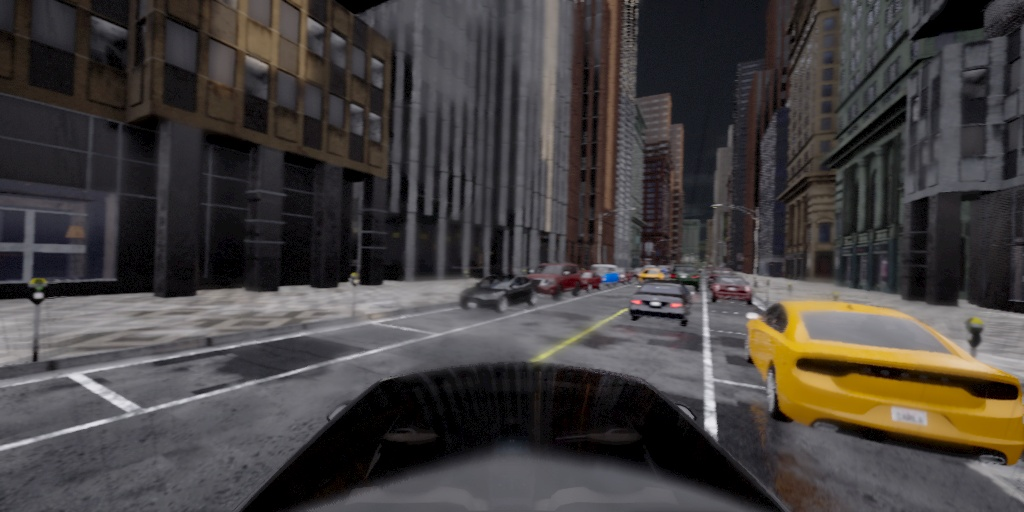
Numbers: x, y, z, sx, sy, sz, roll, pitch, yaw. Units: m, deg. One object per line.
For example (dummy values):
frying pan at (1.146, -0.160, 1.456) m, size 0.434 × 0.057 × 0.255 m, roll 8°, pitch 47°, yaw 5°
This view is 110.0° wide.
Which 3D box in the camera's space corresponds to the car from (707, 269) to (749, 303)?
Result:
car at (12.432, 1.805, 20.522) m, size 1.967 × 1.591 × 4.097 m, roll 0°, pitch 0°, yaw 28°

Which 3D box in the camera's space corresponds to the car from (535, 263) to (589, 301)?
car at (2.261, 1.304, 19.543) m, size 2.192 × 1.841 × 5.009 m, roll 0°, pitch 0°, yaw 28°

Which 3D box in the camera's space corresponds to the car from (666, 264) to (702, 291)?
car at (14.502, 1.745, 30.026) m, size 2.150 × 2.045 × 5.566 m, roll 2°, pitch -1°, yaw 28°

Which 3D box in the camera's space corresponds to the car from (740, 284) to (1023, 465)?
car at (4.955, 1.440, 5.607) m, size 1.882 × 1.535 × 5.008 m, roll 2°, pitch -1°, yaw 28°

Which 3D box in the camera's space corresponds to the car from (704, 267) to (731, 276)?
car at (17.722, 1.959, 30.473) m, size 2.192 × 1.841 × 5.009 m, roll 0°, pitch 0°, yaw 28°

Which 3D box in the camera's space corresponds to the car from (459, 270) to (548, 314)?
car at (-0.384, 1.416, 14.567) m, size 1.948 × 1.339 × 4.313 m, roll 0°, pitch 0°, yaw 28°

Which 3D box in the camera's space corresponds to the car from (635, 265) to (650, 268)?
car at (15.486, 2.127, 44.421) m, size 1.967 × 1.591 × 4.097 m, roll 0°, pitch 0°, yaw 28°

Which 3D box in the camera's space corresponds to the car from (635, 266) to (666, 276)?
car at (13.858, 2.027, 35.590) m, size 1.882 × 1.535 × 5.008 m, roll 2°, pitch -1°, yaw 28°

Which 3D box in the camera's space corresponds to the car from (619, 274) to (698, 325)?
car at (5.674, 1.605, 13.441) m, size 2.033 × 1.411 × 5.357 m, roll 2°, pitch -1°, yaw 28°

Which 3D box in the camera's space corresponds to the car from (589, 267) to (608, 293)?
car at (4.906, 1.674, 24.519) m, size 1.888 × 1.381 × 4.507 m, roll 0°, pitch 0°, yaw 28°

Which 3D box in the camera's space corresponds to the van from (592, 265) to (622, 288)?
van at (7.551, 1.609, 29.494) m, size 1.690 × 1.789 × 3.998 m, roll 0°, pitch 0°, yaw 28°

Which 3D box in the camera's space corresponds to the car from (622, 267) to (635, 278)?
car at (10.196, 1.848, 34.470) m, size 1.967 × 1.591 × 4.097 m, roll 0°, pitch 0°, yaw 28°
